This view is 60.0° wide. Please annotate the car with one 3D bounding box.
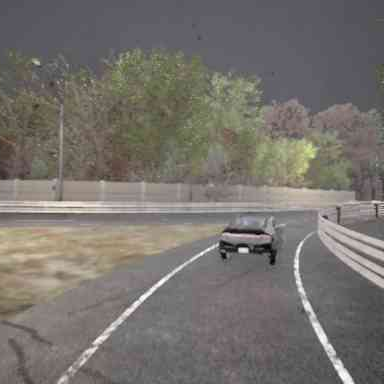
[{"bbox_3d":[2.352,1.556,12.280,2.128,1.511,4.902,1,0,19],"label":"car"}]
